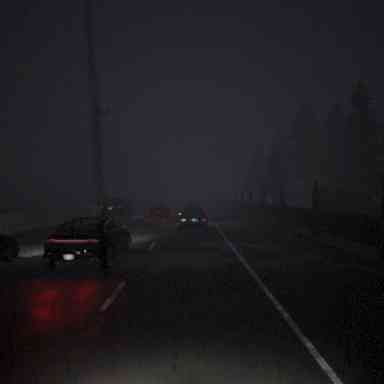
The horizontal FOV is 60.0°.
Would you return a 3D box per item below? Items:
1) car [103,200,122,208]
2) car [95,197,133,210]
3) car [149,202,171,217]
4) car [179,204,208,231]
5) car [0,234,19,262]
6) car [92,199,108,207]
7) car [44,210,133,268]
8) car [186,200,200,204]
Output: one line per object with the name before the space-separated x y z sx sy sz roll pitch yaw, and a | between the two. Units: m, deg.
car | -14.009 2.078 59.120 2.033 1.411 5.357 0 -1 1
car | -6.897 1.494 30.758 2.150 2.045 5.566 0 0 0
car | -3.395 1.844 35.589 1.812 1.442 4.674 0 0 0
car | 0.099 1.750 22.351 2.033 1.411 5.357 0 0 0
car | -6.901 1.607 9.572 1.812 1.442 4.674 0 0 0
car | -17.494 2.057 63.422 1.837 1.490 4.892 0 -1 0
car | -3.401 1.595 11.602 2.128 1.511 4.902 0 0 0
car | 0.105 1.909 47.750 1.882 1.535 5.008 0 0 0
